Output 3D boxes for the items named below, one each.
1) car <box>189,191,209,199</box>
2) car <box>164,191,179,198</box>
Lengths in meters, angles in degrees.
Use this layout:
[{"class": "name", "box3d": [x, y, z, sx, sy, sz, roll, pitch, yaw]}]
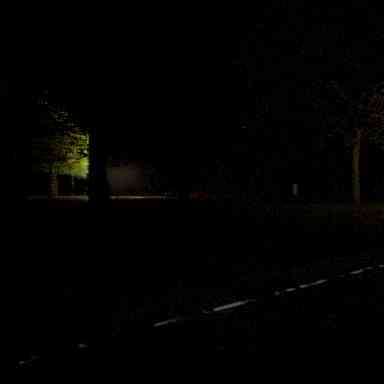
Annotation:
[{"class": "car", "box3d": [1.196, 0.612, 63.363, 1.882, 1.535, 5.008, 2, -1, -35]}, {"class": "car", "box3d": [-3.863, 0.470, 70.335, 2.033, 1.411, 5.357, 2, -1, -36]}]
